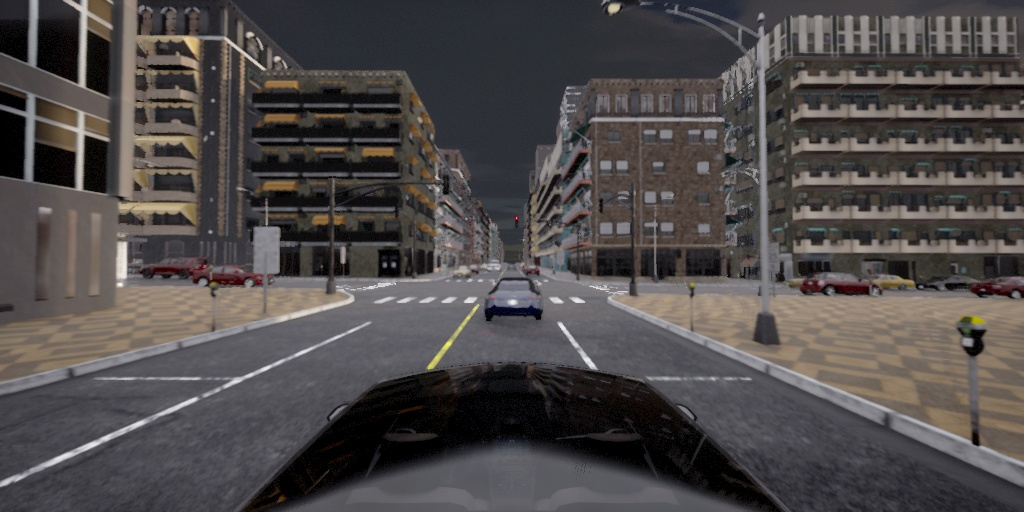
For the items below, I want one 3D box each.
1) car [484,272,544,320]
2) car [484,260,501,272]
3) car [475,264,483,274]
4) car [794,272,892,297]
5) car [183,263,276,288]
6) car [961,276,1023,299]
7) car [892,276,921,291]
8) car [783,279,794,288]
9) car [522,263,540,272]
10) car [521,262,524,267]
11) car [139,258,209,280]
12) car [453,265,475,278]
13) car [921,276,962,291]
[{"bbox_3d":[0.163,1.465,13.346,1.994,1.385,4.181,0,-1,4],"label":"car"},{"bbox_3d":[-3.062,1.761,62.161,2.150,2.045,5.566,0,-1,1],"label":"car"},{"bbox_3d":[-5.708,1.959,52.553,1.888,1.381,4.507,0,0,0],"label":"car"},{"bbox_3d":[20.827,1.773,22.693,4.097,1.591,1.967,0,0,0],"label":"car"},{"bbox_3d":[-17.270,1.276,22.366,4.507,1.381,1.888,0,0,0],"label":"car"},{"bbox_3d":[32.125,2.057,22.780,4.507,1.381,1.888,0,0,0],"label":"car"},{"bbox_3d":[31.884,2.224,31.091,4.829,1.417,1.751,0,0,0],"label":"car"},{"bbox_3d":[26.236,2.135,31.047,4.829,1.417,1.751,0,0,0],"label":"car"},{"bbox_3d":[2.675,1.887,47.019,1.888,1.381,4.507,0,0,0],"label":"car"},{"bbox_3d":[2.673,1.854,52.543,1.967,1.591,4.097,0,0,0],"label":"car"},{"bbox_3d":[-28.656,1.057,30.658,5.009,1.841,2.192,0,0,0],"label":"car"},{"bbox_3d":[-5.704,1.794,41.338,1.751,1.417,4.829,0,0,0],"label":"car"},{"bbox_3d":[37.704,2.354,31.136,4.313,1.339,1.948,0,0,0],"label":"car"}]
